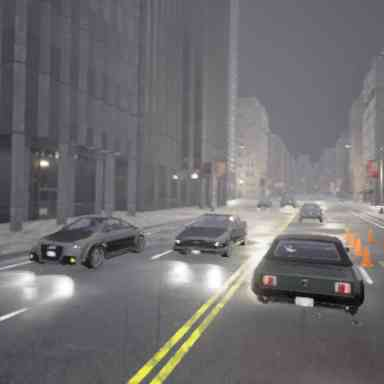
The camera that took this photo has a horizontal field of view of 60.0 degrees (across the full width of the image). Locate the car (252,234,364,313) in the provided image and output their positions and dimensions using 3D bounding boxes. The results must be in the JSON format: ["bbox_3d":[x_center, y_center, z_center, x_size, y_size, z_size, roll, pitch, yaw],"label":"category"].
[{"bbox_3d":[2.728,1.651,7.914,1.895,1.301,4.718,1,0,20],"label":"car"}]

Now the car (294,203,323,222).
[{"bbox_3d":[10.080,1.725,28.286,2.033,1.411,5.357,1,0,20],"label":"car"}]

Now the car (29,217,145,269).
[{"bbox_3d":[-3.241,1.539,11.111,1.994,1.385,4.181,1,0,20],"label":"car"}]

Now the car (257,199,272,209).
[{"bbox_3d":[11.183,1.756,50.967,2.033,1.411,5.357,1,0,20],"label":"car"}]

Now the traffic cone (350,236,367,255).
[{"bbox_3d":[6.268,2.061,12.528,0.340,0.580,0.340,1,0,20],"label":"traffic cone"}]

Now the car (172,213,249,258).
[{"bbox_3d":[1.022,1.584,13.356,2.033,1.411,5.357,1,0,20],"label":"car"}]

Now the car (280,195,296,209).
[{"bbox_3d":[15.120,1.480,52.271,2.150,2.045,5.566,1,0,20],"label":"car"}]

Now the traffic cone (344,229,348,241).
[{"bbox_3d":[7.626,2.085,16.291,0.340,0.580,0.340,1,0,20],"label":"traffic cone"}]

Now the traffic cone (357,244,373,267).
[{"bbox_3d":[5.589,2.049,10.647,0.340,0.580,0.340,1,0,20],"label":"traffic cone"}]

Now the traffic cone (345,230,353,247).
[{"bbox_3d":[6.947,2.073,14.410,0.340,0.580,0.340,1,0,20],"label":"traffic cone"}]

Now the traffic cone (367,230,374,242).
[{"bbox_3d":[8.566,2.097,15.951,0.340,0.580,0.340,1,0,20],"label":"traffic cone"}]
